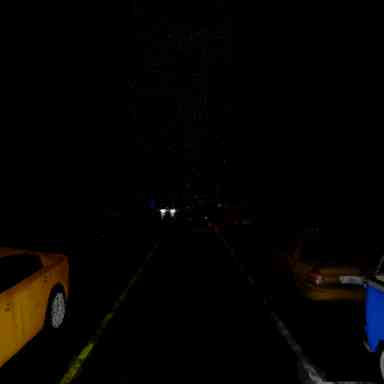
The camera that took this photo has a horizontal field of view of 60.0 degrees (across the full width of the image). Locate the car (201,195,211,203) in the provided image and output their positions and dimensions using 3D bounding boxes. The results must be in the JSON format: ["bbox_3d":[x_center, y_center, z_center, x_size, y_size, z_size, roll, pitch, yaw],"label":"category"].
[{"bbox_3d":[2.862,1.526,70.113,1.967,1.590,4.097,0,0,0],"label":"car"}]

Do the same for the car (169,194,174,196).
[{"bbox_3d":[-5.664,1.682,75.764,1.802,1.307,4.206,0,0,0],"label":"car"}]

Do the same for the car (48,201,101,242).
[{"bbox_3d":[-5.666,1.325,13.738,2.192,1.841,5.009,0,0,0],"label":"car"}]

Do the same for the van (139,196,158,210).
[{"bbox_3d":[-5.664,1.364,41.931,1.690,1.788,3.998,0,0,0],"label":"van"}]

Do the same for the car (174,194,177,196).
[{"bbox_3d":[-5.664,1.659,86.872,1.752,1.417,4.829,0,0,0],"label":"car"}]

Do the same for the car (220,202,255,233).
[{"bbox_3d":[2.867,1.535,19.560,1.752,1.417,4.829,0,0,1],"label":"car"}]

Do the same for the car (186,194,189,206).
[{"bbox_3d":[0.004,1.579,57.005,1.812,1.442,4.674,0,0,0],"label":"car"}]

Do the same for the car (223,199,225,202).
[{"bbox_3d":[2.861,1.456,36.276,1.967,1.590,4.097,0,0,0],"label":"car"}]

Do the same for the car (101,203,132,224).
[{"bbox_3d":[-5.666,1.537,24.806,1.752,1.417,4.829,0,0,1],"label":"car"}]

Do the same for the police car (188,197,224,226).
[{"bbox_3d":[0.901,1.436,23.781,1.930,1.638,5.238,0,0,0],"label":"police car"}]

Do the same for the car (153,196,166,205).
[{"bbox_3d":[-5.665,1.498,58.848,1.967,1.590,4.097,0,0,0],"label":"car"}]

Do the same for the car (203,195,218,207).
[{"bbox_3d":[2.861,1.359,53.195,2.192,1.841,5.009,0,0,0],"label":"car"}]

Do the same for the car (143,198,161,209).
[{"bbox_3d":[-5.665,1.598,47.569,1.947,1.339,4.313,0,0,0],"label":"car"}]

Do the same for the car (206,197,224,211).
[{"bbox_3d":[2.861,1.463,41.915,1.967,1.590,4.097,0,0,0],"label":"car"}]

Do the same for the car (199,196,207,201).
[{"bbox_3d":[2.861,1.716,87.031,1.802,1.307,4.206,0,0,0],"label":"car"}]

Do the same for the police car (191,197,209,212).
[{"bbox_3d":[0.902,1.445,39.782,1.930,1.638,5.238,0,0,0],"label":"police car"}]

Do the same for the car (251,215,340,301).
[{"bbox_3d":[2.860,1.533,8.247,1.752,1.417,4.829,0,0,0],"label":"car"}]

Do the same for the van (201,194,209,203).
[{"bbox_3d":[2.862,1.441,75.753,1.690,1.788,3.998,0,0,0],"label":"van"}]

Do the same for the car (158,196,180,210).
[{"bbox_3d":[-3.092,1.573,44.450,2.033,1.411,5.357,0,0,0],"label":"car"}]

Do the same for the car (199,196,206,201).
[{"bbox_3d":[2.861,1.723,92.669,1.947,1.339,4.313,0,0,0],"label":"car"}]

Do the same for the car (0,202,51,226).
[{"bbox_3d":[-5.666,1.323,8.098,2.192,1.841,5.009,0,0,0],"label":"car"}]

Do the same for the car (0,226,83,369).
[{"bbox_3d":[-3.100,1.482,3.949,1.882,1.535,5.008,0,0,0],"label":"car"}]

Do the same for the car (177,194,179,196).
[{"bbox_3d":[-5.665,1.473,92.680,2.192,1.841,5.009,0,0,0],"label":"car"}]

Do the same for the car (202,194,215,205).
[{"bbox_3d":[2.861,1.372,58.833,2.192,1.841,5.009,0,0,0],"label":"car"}]

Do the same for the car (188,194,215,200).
[{"bbox_3d":[0.901,1.365,33.642,2.097,1.767,4.553,0,0,0],"label":"car"}]

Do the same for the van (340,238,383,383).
[{"bbox_3d":[2.859,1.345,2.435,1.690,1.788,3.998,0,0,0],"label":"van"}]
